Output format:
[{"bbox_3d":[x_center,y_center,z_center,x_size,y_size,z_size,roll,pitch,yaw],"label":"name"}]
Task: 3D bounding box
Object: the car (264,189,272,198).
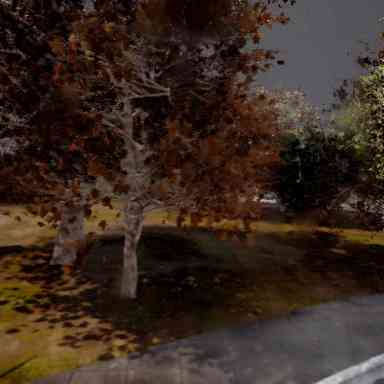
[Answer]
[{"bbox_3d":[8.247,-0.100,40.878,2.163,1.488,4.792,5,3,37],"label":"car"}]
